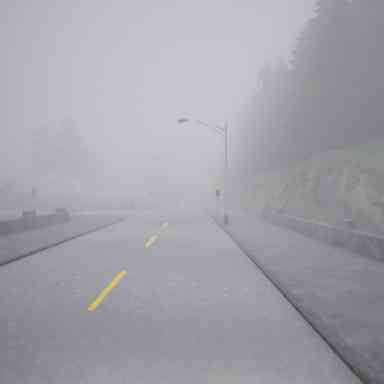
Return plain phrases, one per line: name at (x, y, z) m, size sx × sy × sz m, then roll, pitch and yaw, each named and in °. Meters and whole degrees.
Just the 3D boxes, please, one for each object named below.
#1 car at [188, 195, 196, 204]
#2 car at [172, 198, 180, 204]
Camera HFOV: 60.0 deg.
car at (-0.060, 2.136, 85.594) m, size 2.097 × 1.767 × 4.553 m, roll 0°, pitch -1°, yaw 0°
car at (-4.060, 2.293, 85.043) m, size 1.837 × 1.490 × 4.892 m, roll 0°, pitch -1°, yaw 0°
